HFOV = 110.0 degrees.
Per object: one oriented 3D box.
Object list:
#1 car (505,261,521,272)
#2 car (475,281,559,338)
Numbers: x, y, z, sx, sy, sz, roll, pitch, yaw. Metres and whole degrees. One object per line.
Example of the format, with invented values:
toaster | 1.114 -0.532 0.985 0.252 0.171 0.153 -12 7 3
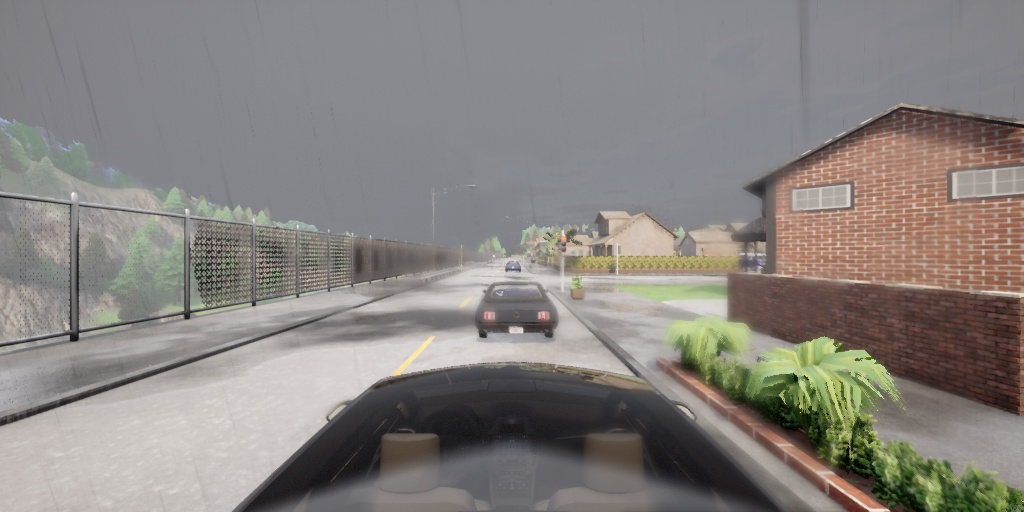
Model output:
car | 0.151 1.314 45.939 1.994 1.385 4.181 0 0 0
car | 0.108 1.351 10.145 1.895 1.301 4.718 0 0 0
